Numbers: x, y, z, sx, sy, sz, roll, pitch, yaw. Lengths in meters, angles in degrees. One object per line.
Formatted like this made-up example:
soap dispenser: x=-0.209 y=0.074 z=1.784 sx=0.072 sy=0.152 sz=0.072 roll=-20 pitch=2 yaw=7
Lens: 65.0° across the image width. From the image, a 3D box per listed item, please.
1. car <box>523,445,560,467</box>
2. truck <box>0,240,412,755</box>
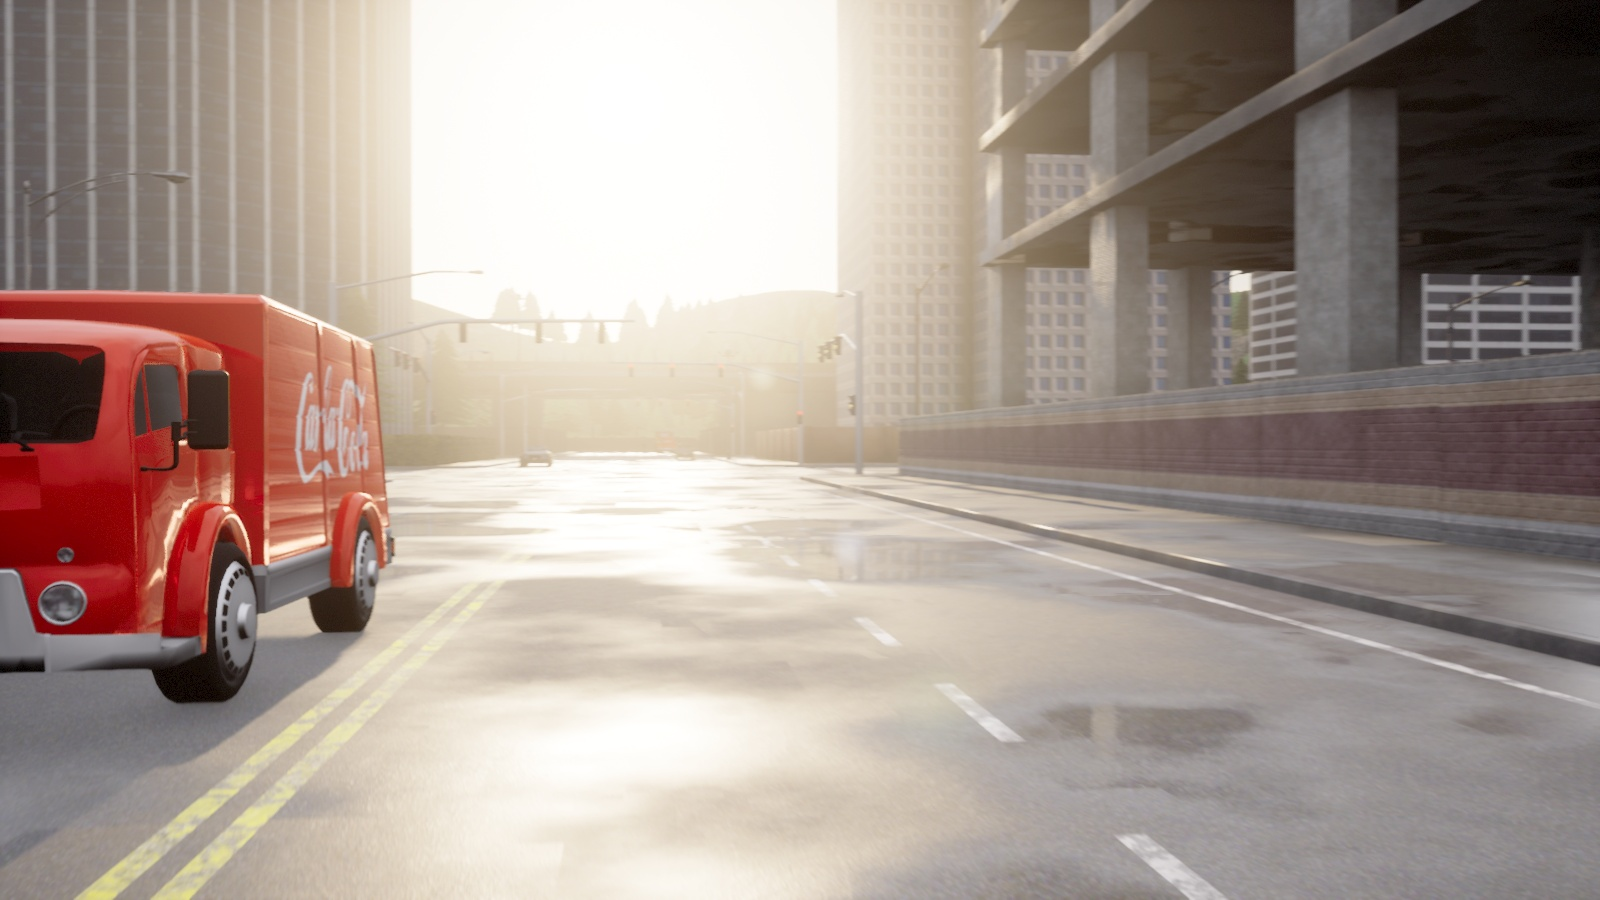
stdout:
car: x=-16.927 y=0.374 z=82.375 sx=1.994 sy=1.385 sz=4.181 roll=0 pitch=0 yaw=-7
truck: x=-4.485 y=0.216 z=8.569 sx=2.627 sy=2.467 sz=5.204 roll=0 pitch=0 yaw=-7
